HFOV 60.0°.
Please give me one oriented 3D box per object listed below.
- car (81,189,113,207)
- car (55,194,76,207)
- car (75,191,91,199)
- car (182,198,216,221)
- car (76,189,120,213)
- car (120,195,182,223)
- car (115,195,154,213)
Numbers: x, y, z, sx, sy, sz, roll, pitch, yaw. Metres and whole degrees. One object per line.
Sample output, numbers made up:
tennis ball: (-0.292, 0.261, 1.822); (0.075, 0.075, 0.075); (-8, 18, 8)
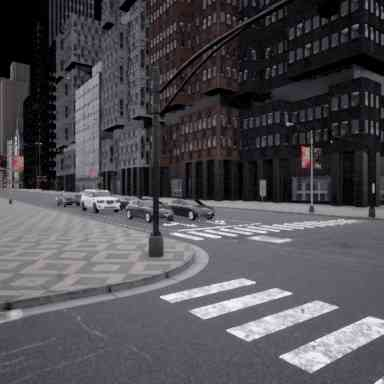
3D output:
car: (-11.835, 0.669, 41.111); (2.150, 2.045, 5.566); (0, 1, -35)
car: (-14.909, 0.989, 39.808); (2.033, 1.411, 5.357); (0, 1, -36)
car: (-21.843, 0.559, 66.416); (1.812, 1.442, 4.674); (0, 1, -36)
car: (-0.248, 1.237, 24.979); (1.837, 1.490, 4.892); (0, 1, -38)
car: (-8.699, 0.817, 31.185); (2.150, 2.045, 5.566); (0, 1, -36)
car: (-3.013, 1.238, 23.299); (1.837, 1.490, 4.892); (0, 1, -36)
car: (-5.689, 1.105, 32.569); (1.837, 1.490, 4.892); (0, 1, -36)
